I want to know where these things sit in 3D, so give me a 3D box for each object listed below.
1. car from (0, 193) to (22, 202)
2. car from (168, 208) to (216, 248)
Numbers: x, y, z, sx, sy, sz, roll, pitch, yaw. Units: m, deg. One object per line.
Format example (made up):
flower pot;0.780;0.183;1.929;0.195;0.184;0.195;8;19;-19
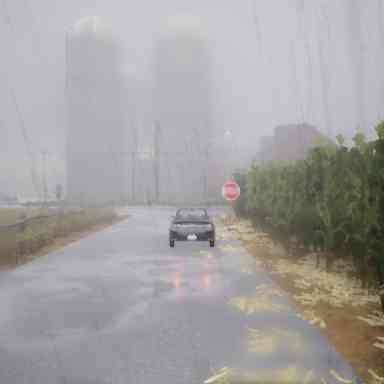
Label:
car;-36.963;1.087;65.797;4.611;1.667;2.242;0;0;0
car;0.000;1.452;14.646;2.128;1.511;4.902;0;0;0
